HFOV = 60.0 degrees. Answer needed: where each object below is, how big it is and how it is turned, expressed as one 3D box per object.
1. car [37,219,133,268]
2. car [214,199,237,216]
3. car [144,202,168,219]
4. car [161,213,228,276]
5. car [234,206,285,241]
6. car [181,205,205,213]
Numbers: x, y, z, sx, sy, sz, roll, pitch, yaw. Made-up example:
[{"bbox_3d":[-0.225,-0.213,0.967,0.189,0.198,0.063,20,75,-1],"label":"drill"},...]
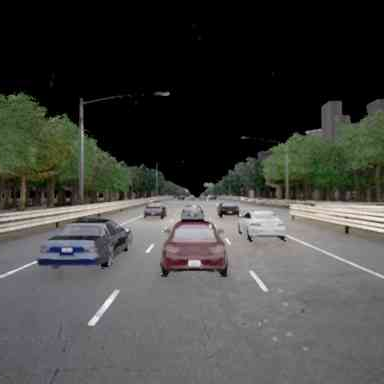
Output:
[{"bbox_3d":[-3.428,1.661,11.648,2.033,1.411,5.357,0,0,0],"label":"car"},{"bbox_3d":[3.562,1.723,33.385,1.882,1.535,5.008,0,0,0],"label":"car"},{"bbox_3d":[-3.438,1.733,31.845,2.128,1.511,4.902,0,0,0],"label":"car"},{"bbox_3d":[0.068,1.628,10.598,1.812,1.442,4.674,0,0,0],"label":"car"},{"bbox_3d":[3.576,1.686,17.530,1.812,1.442,4.674,0,0,0],"label":"car"},{"bbox_3d":[0.058,1.765,26.578,2.033,1.411,5.357,0,0,0],"label":"car"}]
